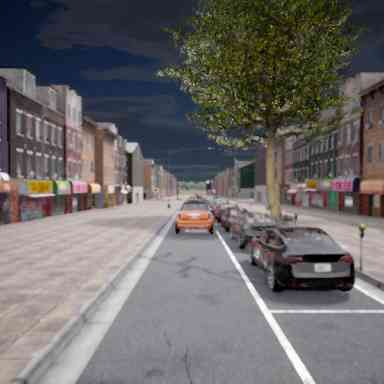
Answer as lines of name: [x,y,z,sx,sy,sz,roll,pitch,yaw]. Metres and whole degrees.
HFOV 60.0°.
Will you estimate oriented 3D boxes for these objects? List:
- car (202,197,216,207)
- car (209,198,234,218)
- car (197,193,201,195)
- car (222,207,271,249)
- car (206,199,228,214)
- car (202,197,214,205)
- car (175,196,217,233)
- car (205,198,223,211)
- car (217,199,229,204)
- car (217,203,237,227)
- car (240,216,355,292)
car: [2.720,1.544,53.144,2.008,1.369,4.403,-1,0,0]
car: [2.676,1.423,30.961,1.967,1.590,4.097,-1,0,0]
car: [2.761,1.565,75.326,2.008,1.369,4.403,-1,0,0]
car: [2.648,1.539,14.324,2.008,1.369,4.403,-1,0,0]
car: [2.689,1.535,36.506,2.008,1.369,4.403,-1,0,0]
car: [2.730,1.542,58.689,1.887,1.381,4.507,-1,0,0]
car: [0.134,1.336,19.785,2.097,1.767,4.553,0,0,0]
car: [2.699,1.537,42.052,2.008,1.369,4.403,-1,0,0]
car: [2.668,1.528,25.416,1.887,1.381,4.507,-1,0,0]
car: [2.659,1.567,19.870,1.802,1.307,4.206,-1,0,0]
car: [2.638,1.558,8.778,1.947,1.339,4.313,-1,0,0]
